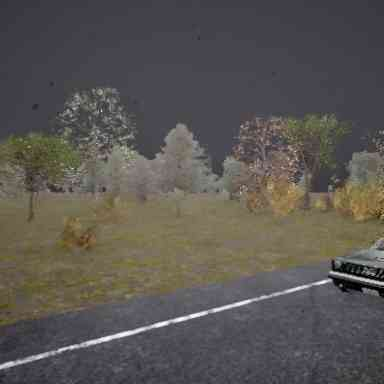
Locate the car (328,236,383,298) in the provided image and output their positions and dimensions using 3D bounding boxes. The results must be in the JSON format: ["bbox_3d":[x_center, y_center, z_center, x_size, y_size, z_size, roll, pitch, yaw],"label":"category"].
[{"bbox_3d":[5.231,1.607,7.643,4.718,1.301,1.895,0,0,-35],"label":"car"}]
